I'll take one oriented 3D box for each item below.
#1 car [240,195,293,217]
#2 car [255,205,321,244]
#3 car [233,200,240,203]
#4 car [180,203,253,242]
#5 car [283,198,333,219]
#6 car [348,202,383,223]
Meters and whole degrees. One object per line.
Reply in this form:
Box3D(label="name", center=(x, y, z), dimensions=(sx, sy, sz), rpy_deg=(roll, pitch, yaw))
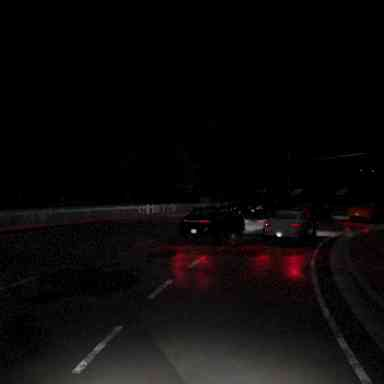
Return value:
Box3D(label="car", center=(7.335, 1.279, 30.540), dimensions=(5.566, 2.045, 2.150), rpy_deg=(0, 0, -41))
Box3D(label="car", center=(4.772, 1.562, 16.016), dimensions=(1.812, 1.442, 4.674), rpy_deg=(0, 0, 29))
Box3D(label="car", center=(5.050, 1.541, 33.193), dimensions=(4.892, 1.490, 1.837), rpy_deg=(0, 0, -41))
Box3D(label="car", center=(1.154, 1.499, 16.568), dimensions=(2.128, 1.511, 4.902), rpy_deg=(0, 0, 26))
Box3D(label="car", center=(9.988, 1.553, 27.782), dimensions=(5.008, 1.535, 1.882), rpy_deg=(1, 0, -43))
Box3D(label="car", center=(14.583, 1.587, 26.901), dimensions=(5.008, 1.535, 1.882), rpy_deg=(1, 0, -37))
